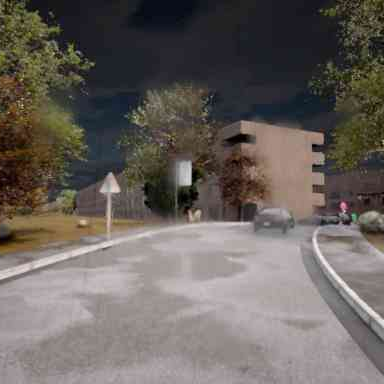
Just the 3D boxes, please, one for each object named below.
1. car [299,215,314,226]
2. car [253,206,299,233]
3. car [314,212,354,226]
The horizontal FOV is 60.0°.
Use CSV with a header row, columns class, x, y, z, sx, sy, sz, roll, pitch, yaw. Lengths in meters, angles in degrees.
class,x,y,z,sx,sy,sz,roll,pitch,yaw
car,13.922,3.240,37.464,5.357,1.411,2.033,7,-8,-41
car,4.921,1.580,19.733,1.812,1.442,4.674,-2,-2,24
car,14.541,2.776,33.230,2.128,1.511,4.902,-4,-8,44
